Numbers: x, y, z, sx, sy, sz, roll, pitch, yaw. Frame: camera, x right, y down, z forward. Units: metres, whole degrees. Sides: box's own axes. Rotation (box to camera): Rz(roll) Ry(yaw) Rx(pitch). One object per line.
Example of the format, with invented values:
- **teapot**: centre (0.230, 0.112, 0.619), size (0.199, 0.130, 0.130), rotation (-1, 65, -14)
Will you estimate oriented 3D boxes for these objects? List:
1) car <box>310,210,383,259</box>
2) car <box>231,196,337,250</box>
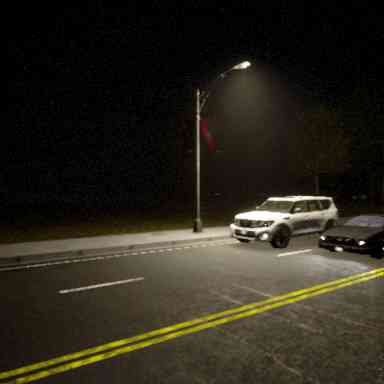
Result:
- **car**: centre (7.124, 1.543, 12.756), size (5.357, 1.411, 2.033), rotation (0, 0, -35)
- **car**: centre (4.285, 1.215, 14.722), size (5.566, 2.045, 2.150), rotation (0, 0, -35)
